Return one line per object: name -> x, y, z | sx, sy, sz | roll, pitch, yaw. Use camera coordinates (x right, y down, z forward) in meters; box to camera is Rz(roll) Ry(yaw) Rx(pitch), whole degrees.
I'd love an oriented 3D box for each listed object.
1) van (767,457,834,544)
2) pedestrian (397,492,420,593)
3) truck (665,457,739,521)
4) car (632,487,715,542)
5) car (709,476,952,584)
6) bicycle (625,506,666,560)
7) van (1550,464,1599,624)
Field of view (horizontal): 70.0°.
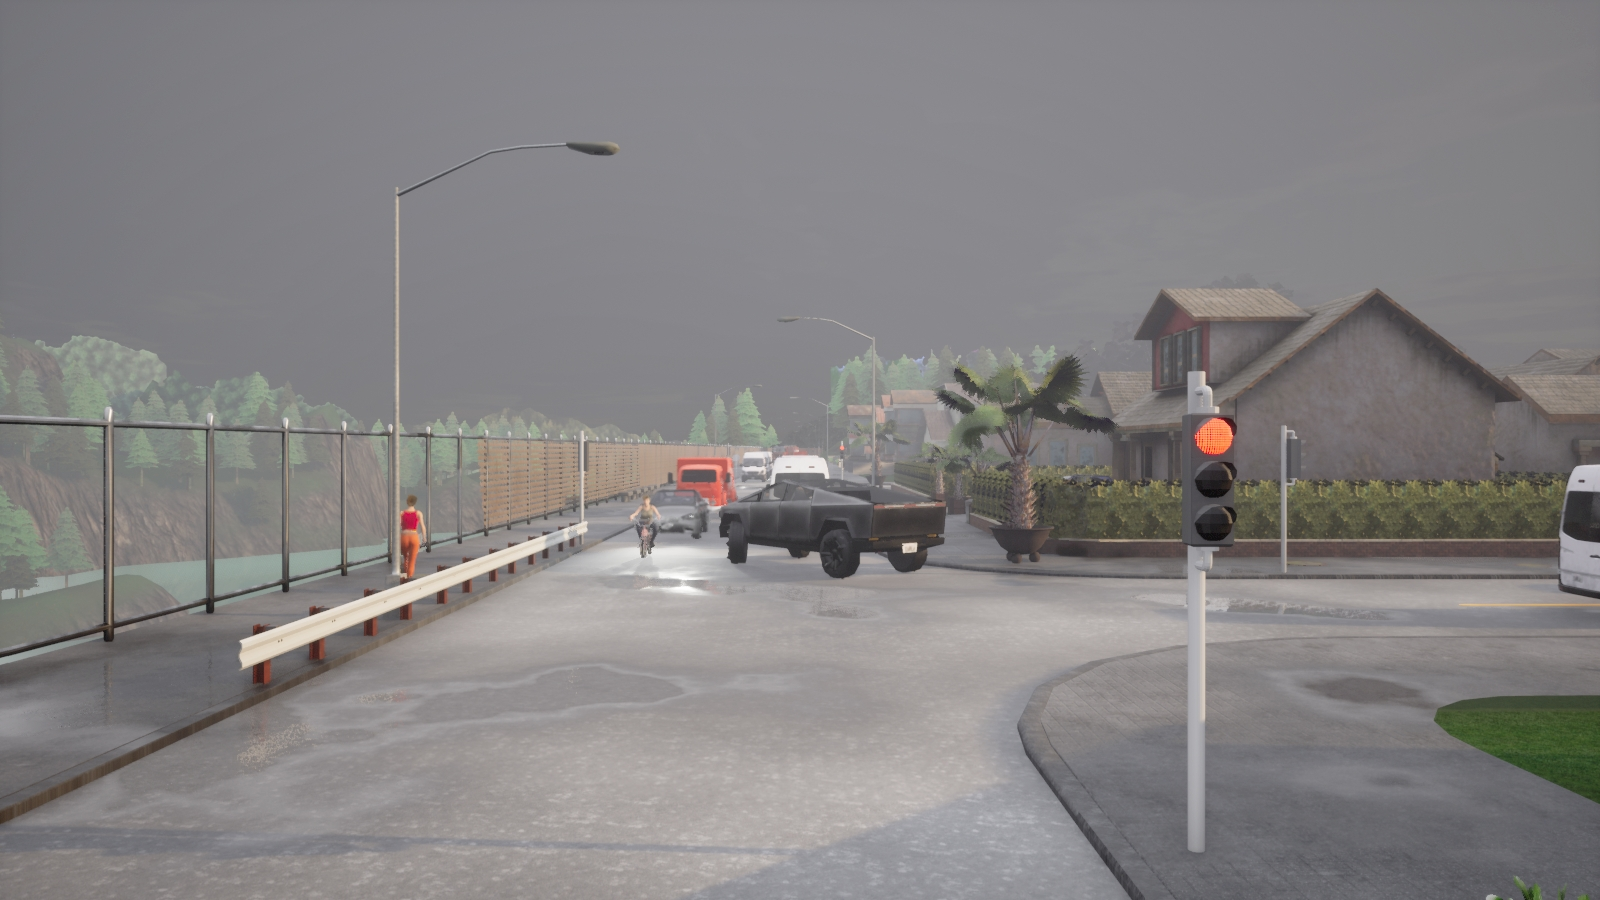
van -> 0.006, 1.511, 36.872 | 1.988, 2.561, 5.915 | 0, 0, 0
pedestrian -> -7.379, 1.730, 21.542 | 0.375, 1.860, 0.375 | 0, 0, -11
truck -> -3.994, 1.536, 47.398 | 2.627, 2.467, 5.204 | 0, 0, 0
car -> -3.998, 2.024, 36.909 | 2.128, 1.511, 4.902 | 0, 0, 0
car -> 0.520, 1.736, 26.916 | 2.390, 2.098, 6.274 | 0, 0, -36
bicycle -> -3.990, 2.139, 29.632 | 0.859, 1.276, 1.487 | 0, 0, 0
van -> 15.873, 1.522, 18.661 | 5.915, 2.561, 1.988 | 0, 0, 1
